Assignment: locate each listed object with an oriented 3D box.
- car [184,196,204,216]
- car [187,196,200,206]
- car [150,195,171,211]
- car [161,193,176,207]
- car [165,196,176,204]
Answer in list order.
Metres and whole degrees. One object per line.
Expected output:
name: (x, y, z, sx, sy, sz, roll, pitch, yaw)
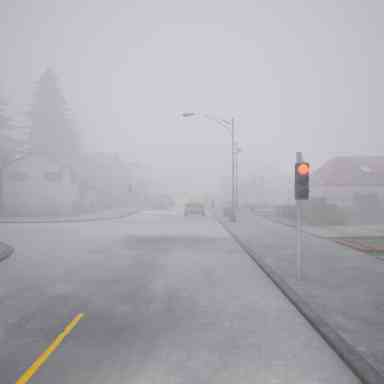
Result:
car: (0.218, 1.477, 32.982, 1.882, 1.535, 5.008, 0, 0, 0)
car: (0.181, 1.491, 56.953, 2.128, 1.511, 4.902, 0, 0, 0)
car: (-4.041, 1.504, 41.707, 1.837, 1.490, 4.892, 0, 0, 0)
car: (-4.025, 1.221, 51.756, 2.150, 2.045, 5.566, 0, 0, 0)
car: (-3.976, 1.525, 62.102, 1.812, 1.442, 4.674, 0, 0, 0)
